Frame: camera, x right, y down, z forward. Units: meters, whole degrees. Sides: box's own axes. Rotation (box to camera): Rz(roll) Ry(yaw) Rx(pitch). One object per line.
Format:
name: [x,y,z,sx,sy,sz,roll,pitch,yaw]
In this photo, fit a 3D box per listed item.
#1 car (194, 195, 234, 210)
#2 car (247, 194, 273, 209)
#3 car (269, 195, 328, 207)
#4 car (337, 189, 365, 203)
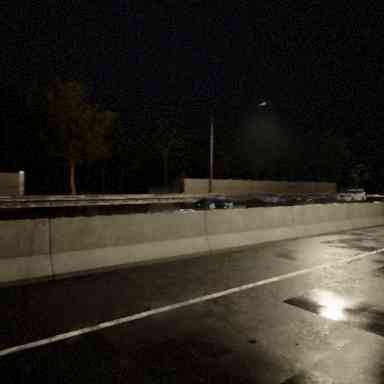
car: [2.158,1.011,32.194,4.181,1.385,1.994,0,1,-42]
car: [7.026,1.141,28.074,4.181,1.385,1.994,0,1,-39]
car: [8.180,1.158,24.503,4.892,1.490,1.837,0,1,-39]
car: [24.639,0.597,51.367,5.566,2.045,2.150,0,1,-39]
